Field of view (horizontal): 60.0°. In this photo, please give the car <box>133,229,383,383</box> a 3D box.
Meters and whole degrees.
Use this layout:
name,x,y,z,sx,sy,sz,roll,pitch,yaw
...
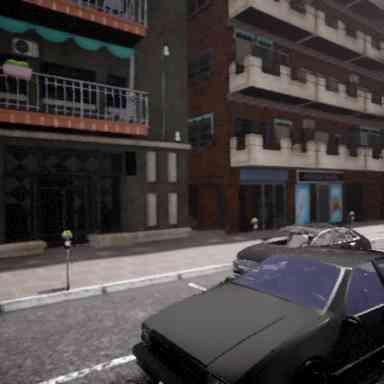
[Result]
name,x,y,z,sx,sy,sz,roll,pitch,yaw
car,1.928,1.539,4.754,5.357,1.411,2.033,0,0,-35

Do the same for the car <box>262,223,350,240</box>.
name,x,y,z,sx,sy,sz,roll,pitch,yaw
car,3.024,1.537,8.728,4.403,1.369,2.008,0,-1,-35
